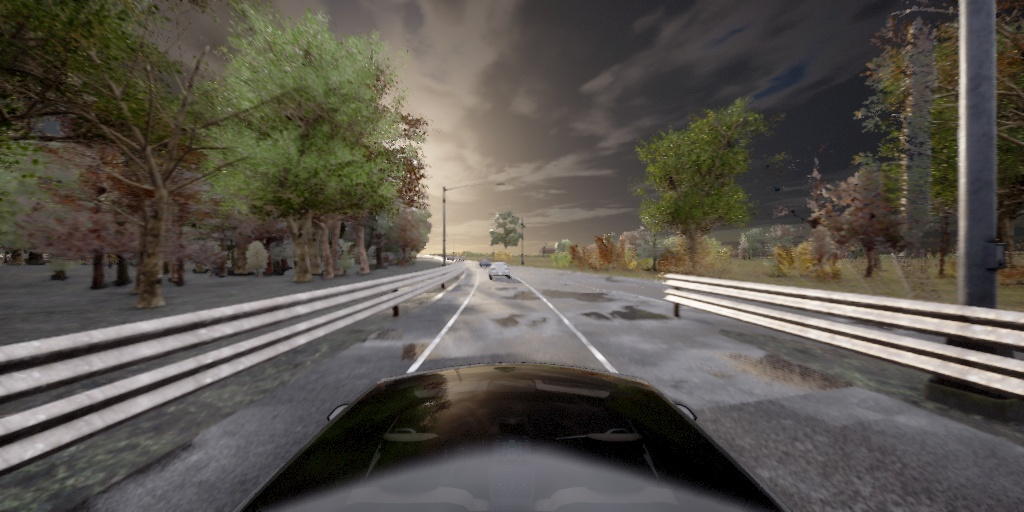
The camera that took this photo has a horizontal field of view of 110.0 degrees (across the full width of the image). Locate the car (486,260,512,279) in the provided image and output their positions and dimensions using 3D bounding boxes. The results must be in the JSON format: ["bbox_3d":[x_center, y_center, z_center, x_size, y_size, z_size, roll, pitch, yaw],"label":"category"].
[{"bbox_3d":[-1.216,1.284,33.185,1.812,1.442,4.674,0,0,-5],"label":"car"}]

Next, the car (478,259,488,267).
[{"bbox_3d":[-4.888,1.256,63.181,2.033,1.411,5.357,0,0,-11],"label":"car"}]
